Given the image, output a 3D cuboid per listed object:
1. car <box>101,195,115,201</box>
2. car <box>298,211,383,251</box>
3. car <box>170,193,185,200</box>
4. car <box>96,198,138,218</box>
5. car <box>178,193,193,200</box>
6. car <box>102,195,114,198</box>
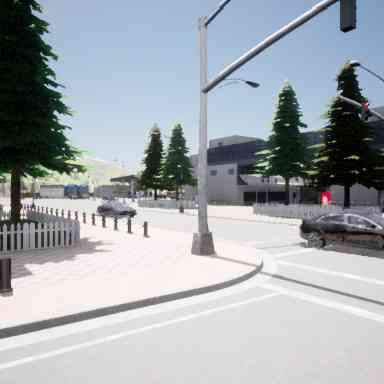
[{"bbox_3d":[-20.905,1.400,82.760,1.970,1.475,3.806,0,0,-37],"label":"car"},{"bbox_3d":[6.442,1.502,12.594,2.128,1.511,4.902,0,0,-39],"label":"car"},{"bbox_3d":[-3.867,1.113,85.969,1.932,1.855,4.605,0,0,-37],"label":"car"},{"bbox_3d":[-6.903,1.562,30.057,2.033,1.411,5.357,0,0,-37],"label":"car"},{"bbox_3d":[-1.777,1.092,88.029,1.905,1.878,3.866,0,0,-37],"label":"car"},{"bbox_3d":[-18.885,1.389,75.023,1.845,1.501,3.633,0,0,-37],"label":"car"}]
